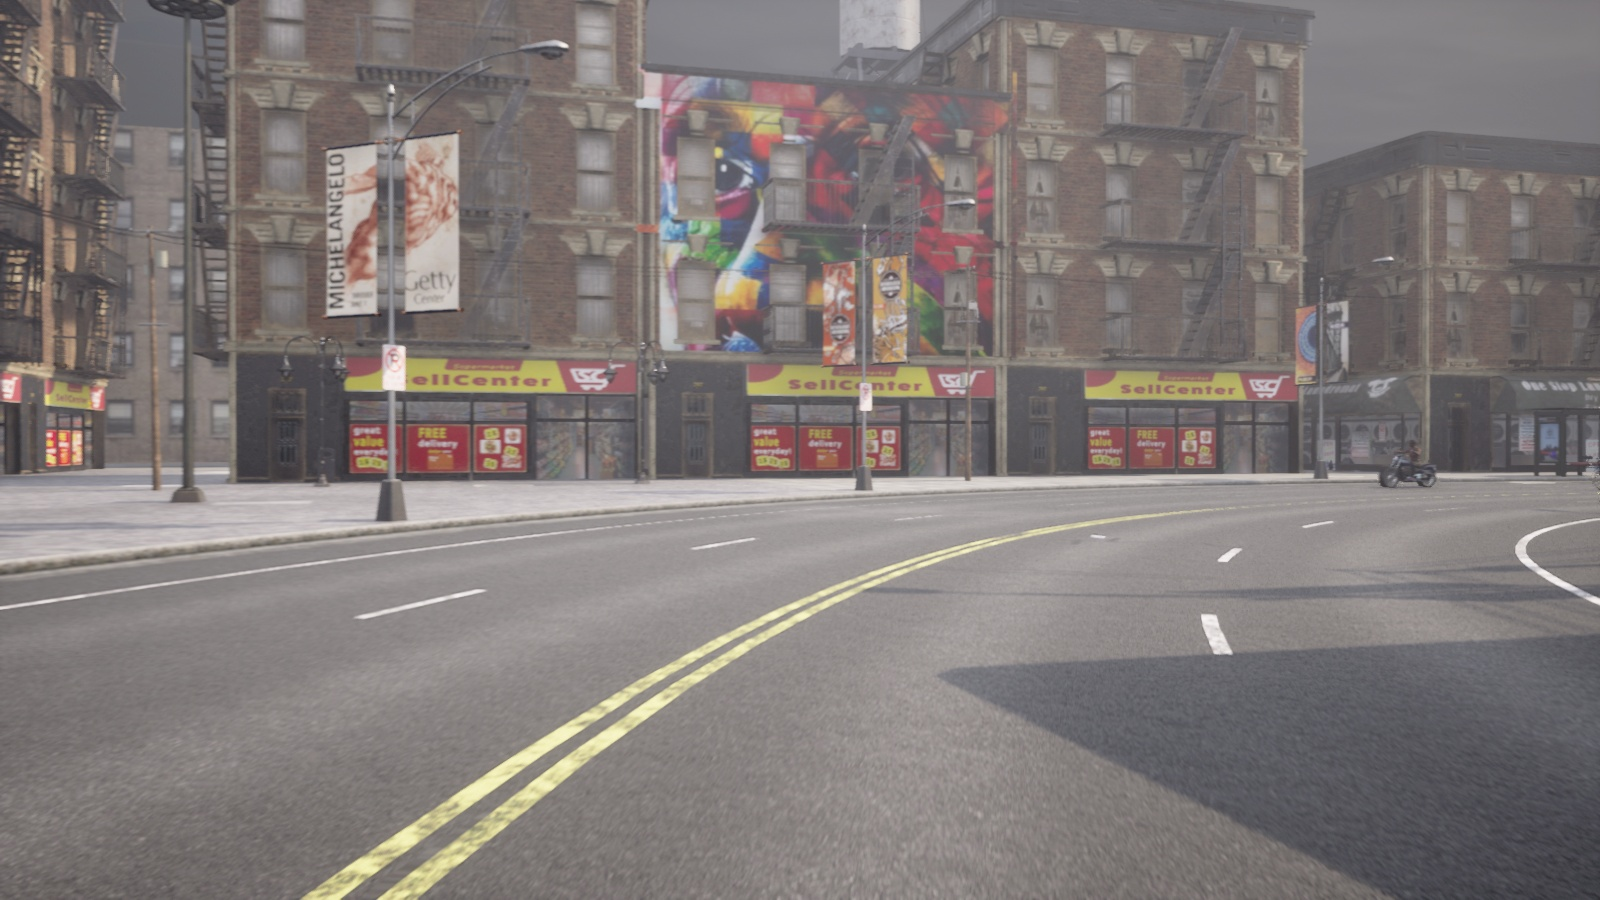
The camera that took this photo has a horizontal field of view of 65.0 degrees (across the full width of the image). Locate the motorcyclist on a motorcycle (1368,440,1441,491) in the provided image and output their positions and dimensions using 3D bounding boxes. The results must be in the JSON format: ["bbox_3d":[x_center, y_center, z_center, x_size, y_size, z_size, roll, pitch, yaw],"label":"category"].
[{"bbox_3d":[19.972,0.498,41.516,2.350,1.649,0.766,0,1,-21],"label":"motorcyclist on a motorcycle"}]

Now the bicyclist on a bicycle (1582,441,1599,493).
[{"bbox_3d":[25.671,0.520,39.780,1.656,1.620,0.582,0,1,-16],"label":"bicyclist on a bicycle"}]
